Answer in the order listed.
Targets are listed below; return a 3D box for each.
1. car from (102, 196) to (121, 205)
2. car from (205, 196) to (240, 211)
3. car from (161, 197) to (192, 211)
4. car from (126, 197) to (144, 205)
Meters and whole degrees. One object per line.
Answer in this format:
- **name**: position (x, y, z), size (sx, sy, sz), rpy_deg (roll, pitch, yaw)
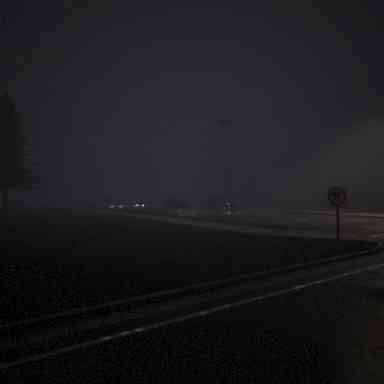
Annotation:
- **car**: position (-13.945, 1.442, 57.778), size (1.882, 1.535, 5.008), rpy_deg (0, 0, -36)
- **car**: position (3.605, 1.297, 39.375), size (2.097, 1.767, 4.553), rpy_deg (0, 0, -36)
- **car**: position (-1.989, 1.431, 41.100), size (1.882, 1.535, 5.008), rpy_deg (0, 0, -36)
- **car**: position (-10.000, 1.511, 58.260), size (1.994, 1.385, 4.181), rpy_deg (0, 0, -36)
